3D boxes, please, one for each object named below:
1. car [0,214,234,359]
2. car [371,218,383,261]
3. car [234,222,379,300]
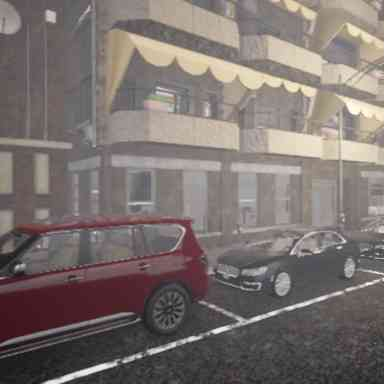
[{"bbox_3d":[-1.992,1.319,5.149,5.009,1.841,2.192,0,0,-36],"label":"car"},{"bbox_3d":[7.007,1.581,11.568,4.403,1.369,2.008,0,0,-36],"label":"car"},{"bbox_3d":[2.508,1.567,8.357,4.403,1.369,2.008,0,0,-36],"label":"car"}]
